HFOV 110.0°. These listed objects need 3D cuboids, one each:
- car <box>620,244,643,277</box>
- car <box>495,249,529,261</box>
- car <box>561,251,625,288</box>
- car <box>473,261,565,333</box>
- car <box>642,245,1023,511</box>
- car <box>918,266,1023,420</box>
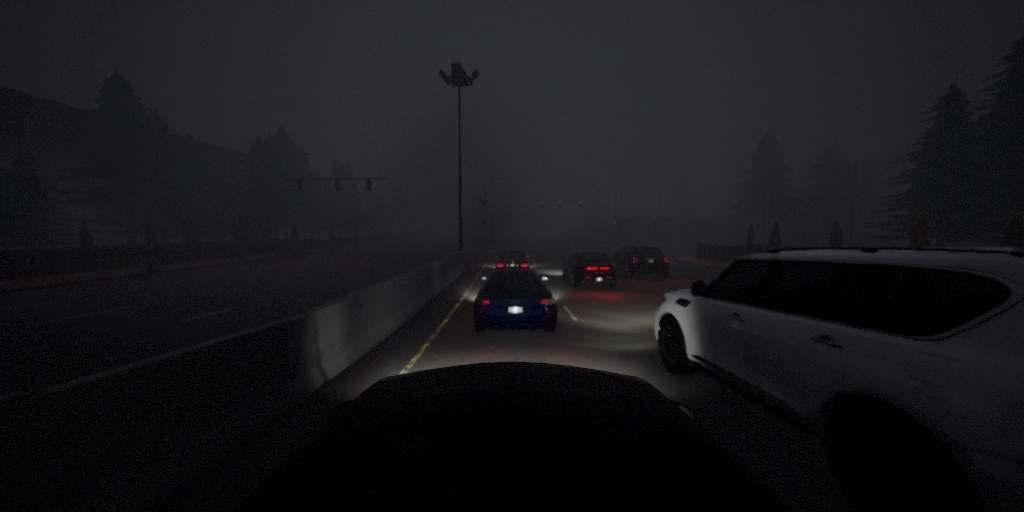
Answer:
[{"bbox_3d":[7.005,0.117,20.216,2.097,1.767,4.553,0,4,0],"label":"car"},{"bbox_3d":[0.008,0.306,20.245,2.033,1.411,5.357,0,4,0],"label":"car"},{"bbox_3d":[3.526,0.515,16.932,1.837,1.490,4.892,0,4,0],"label":"car"},{"bbox_3d":[0.064,1.041,9.798,1.994,1.385,4.181,0,3,0],"label":"car"},{"bbox_3d":[3.594,0.915,3.998,2.150,2.045,5.566,0,2,-1],"label":"car"},{"bbox_3d":[7.092,1.072,3.041,2.097,1.767,4.553,0,1,0],"label":"car"}]
